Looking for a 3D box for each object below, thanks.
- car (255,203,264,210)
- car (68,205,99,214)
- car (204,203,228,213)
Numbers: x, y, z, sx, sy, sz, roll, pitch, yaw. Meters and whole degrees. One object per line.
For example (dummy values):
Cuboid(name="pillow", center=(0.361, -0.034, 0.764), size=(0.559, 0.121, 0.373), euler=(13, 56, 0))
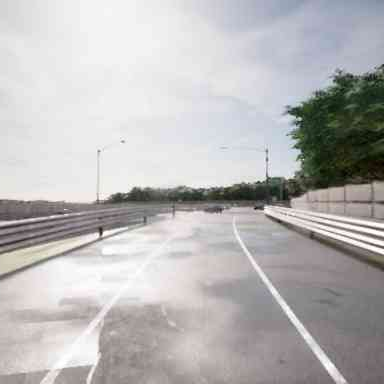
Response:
Cuboid(name="car", center=(17.144, 3.653, 83.889), size=(2.097, 1.767, 4.553), euler=(-1, -2, 20))
Cuboid(name="car", center=(-12.863, 2.266, 40.594), size=(4.181, 1.385, 1.994), euler=(2, -3, -42))
Cuboid(name="car", center=(3.970, 2.968, 59.291), size=(1.994, 1.385, 4.181), euler=(-1, -2, 36))
